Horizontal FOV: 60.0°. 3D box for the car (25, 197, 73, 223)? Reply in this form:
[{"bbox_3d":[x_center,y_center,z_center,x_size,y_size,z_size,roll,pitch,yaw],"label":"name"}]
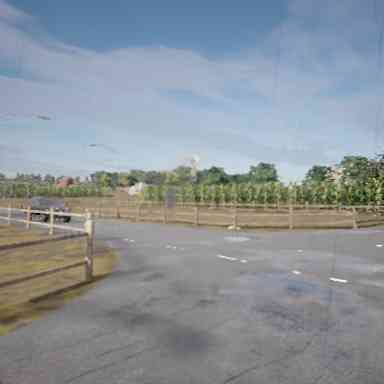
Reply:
[{"bbox_3d":[-11.947,1.472,27.542,2.150,2.045,5.566,3,-3,-44],"label":"car"}]
